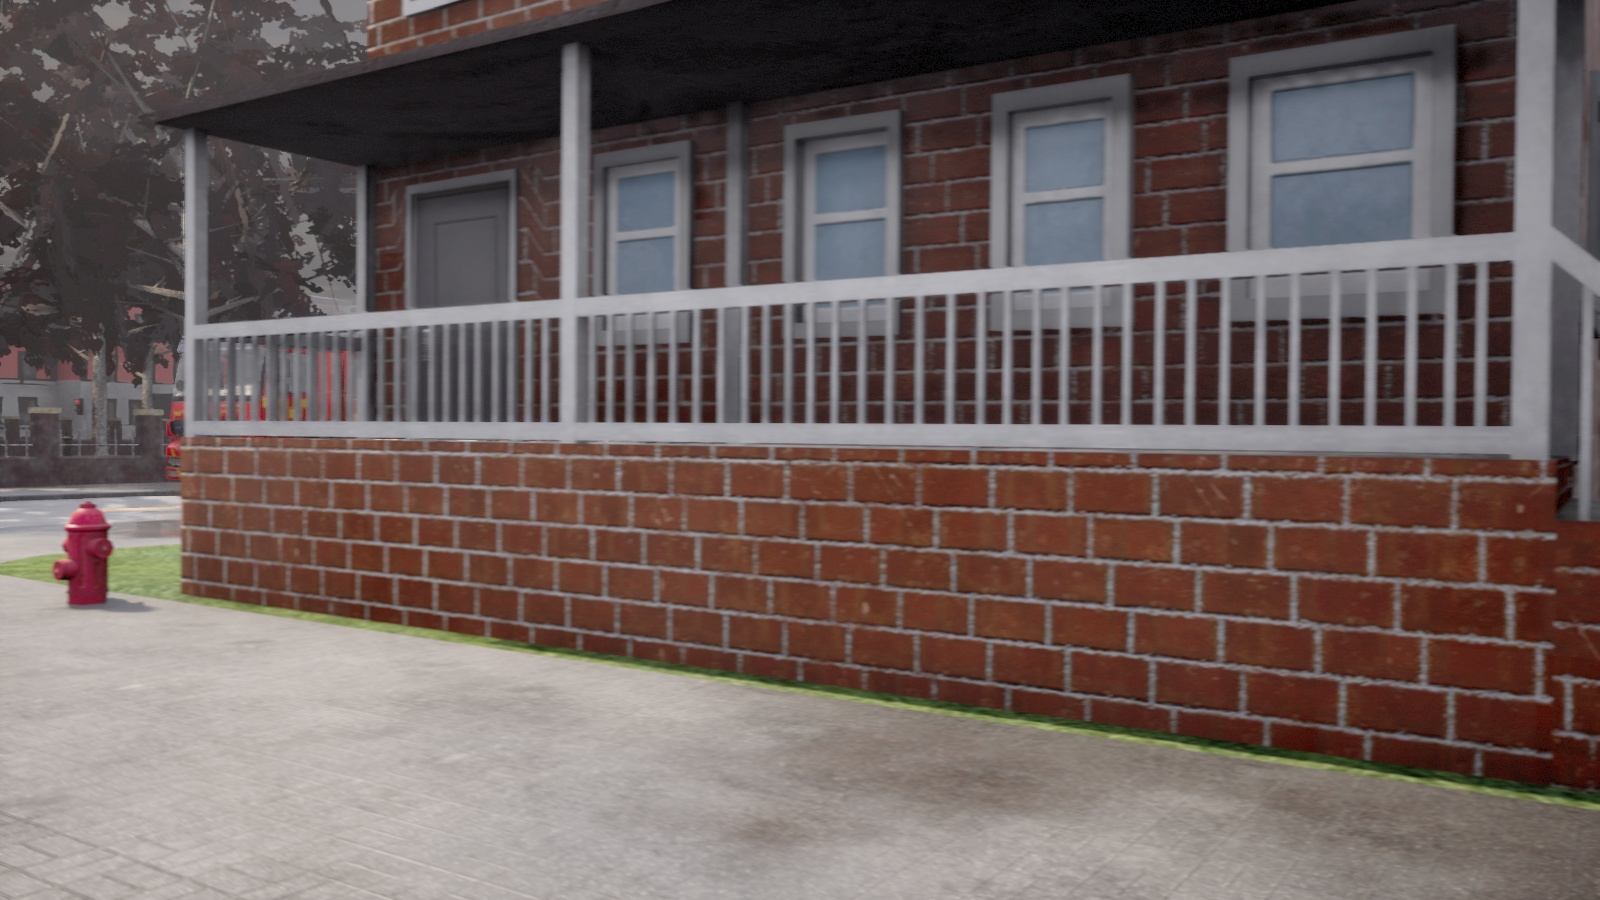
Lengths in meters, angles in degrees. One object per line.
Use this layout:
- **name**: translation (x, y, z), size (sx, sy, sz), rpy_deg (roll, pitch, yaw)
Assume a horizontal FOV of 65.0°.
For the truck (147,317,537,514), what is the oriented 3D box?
- **truck**: translation (-10.080, -0.738, 28.868), size (2.891, 3.827, 8.468), rpy_deg (0, 1, 30)
